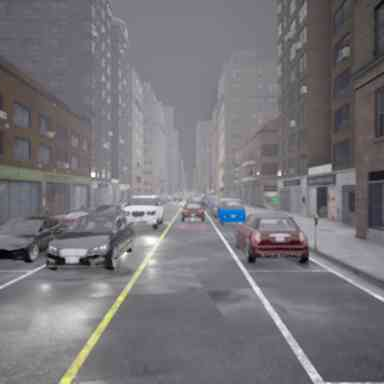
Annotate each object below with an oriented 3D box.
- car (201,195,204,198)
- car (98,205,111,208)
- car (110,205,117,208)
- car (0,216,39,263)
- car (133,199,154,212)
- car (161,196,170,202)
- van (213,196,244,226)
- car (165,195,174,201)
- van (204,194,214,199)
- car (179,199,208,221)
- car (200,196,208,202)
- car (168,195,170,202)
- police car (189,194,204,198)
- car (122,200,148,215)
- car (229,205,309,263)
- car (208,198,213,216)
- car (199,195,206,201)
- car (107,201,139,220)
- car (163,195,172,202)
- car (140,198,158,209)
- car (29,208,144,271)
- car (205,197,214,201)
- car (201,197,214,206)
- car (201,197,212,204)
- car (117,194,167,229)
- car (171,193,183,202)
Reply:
[{"bbox_3d":[2.660,1.454,46.022,1.967,1.590,4.097,0,0,0],"label":"car"},{"bbox_3d":[-5.861,1.591,17.669,1.802,1.307,4.206,0,0,0],"label":"car"},{"bbox_3d":[-5.862,1.577,23.337,1.947,1.339,4.313,0,0,0],"label":"car"},{"bbox_3d":[-5.860,1.572,12.001,1.947,1.339,4.313,0,0,0],"label":"car"},{"bbox_3d":[-5.864,1.558,40.341,1.887,1.381,4.507,0,0,0],"label":"car"},{"bbox_3d":[-5.869,1.536,74.182,1.752,1.417,4.829,0,0,0],"label":"car"},{"bbox_3d":[2.664,1.352,23.344,1.690,1.788,3.998,0,0,0],"label":"van"},{"bbox_3d":[-5.871,1.551,85.688,2.008,1.369,4.403,0,0,0],"label":"car"},{"bbox_3d":[2.661,1.354,40.352,1.690,1.788,3.998,0,0,0],"label":"van"},{"bbox_3d":[0.098,1.537,26.801,1.812,1.442,4.674,0,0,0],"label":"car"},{"bbox_3d":[2.656,1.593,74.368,1.802,1.307,4.206,0,0,0],"label":"car"},{"bbox_3d":[-5.868,1.564,63.015,2.008,1.369,4.403,0,0,0],"label":"car"},{"bbox_3d":[0.789,1.439,46.757,1.930,1.638,5.238,0,0,-1],"label":"police car"},{"bbox_3d":[-5.863,1.579,34.674,1.947,1.339,4.313,0,0,0],"label":"car"},{"bbox_3d":[2.666,1.446,12.006,1.967,1.590,4.097,0,0,0],"label":"car"},{"bbox_3d":[2.663,1.537,29.183,1.752,1.417,4.829,0,0,0],"label":"car"},{"bbox_3d":[2.654,1.525,85.878,1.752,1.417,4.829,0,0,0],"label":"car"},{"bbox_3d":[-5.863,1.537,28.835,1.752,1.417,4.829,0,0,0],"label":"car"},{"bbox_3d":[-5.870,1.531,79.851,1.752,1.417,4.829,0,0,0],"label":"car"},{"bbox_3d":[-5.865,1.539,45.840,1.752,1.417,4.829,0,0,0],"label":"car"},{"bbox_3d":[-3.100,1.497,11.060,2.128,1.511,4.902,0,0,0],"label":"car"},{"bbox_3d":[2.662,1.564,34.683,2.008,1.369,4.403,0,0,0],"label":"car"},{"bbox_3d":[2.659,1.579,57.361,1.947,1.339,4.313,0,0,0],"label":"car"},{"bbox_3d":[2.657,1.579,63.030,1.947,1.339,4.313,0,0,0],"label":"car"},{"bbox_3d":[-3.089,1.232,21.789,2.150,2.045,5.566,0,0,0],"label":"car"},{"bbox_3d":[-3.011,1.457,71.919,1.882,1.535,5.008,0,0,0],"label":"car"}]
